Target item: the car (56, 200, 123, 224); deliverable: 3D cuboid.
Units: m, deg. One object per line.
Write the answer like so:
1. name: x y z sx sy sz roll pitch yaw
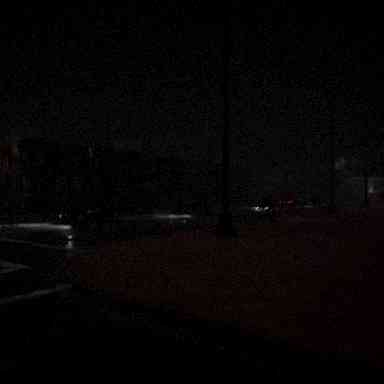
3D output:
1. car: -7.139 1.347 23.620 1.837 1.490 4.892 0 0 37

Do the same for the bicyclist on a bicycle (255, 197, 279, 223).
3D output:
1. bicyclist on a bicycle: 4.790 1.166 21.214 1.656 1.620 0.582 0 0 37

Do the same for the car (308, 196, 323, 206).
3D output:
1. car: 19.414 1.357 52.999 1.837 1.490 4.892 0 0 37

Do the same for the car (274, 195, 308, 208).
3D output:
1. car: 13.493 1.399 45.030 2.033 1.411 5.357 0 0 37

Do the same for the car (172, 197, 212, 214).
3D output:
1. car: 0.056 1.321 33.203 1.882 1.535 5.008 0 0 37

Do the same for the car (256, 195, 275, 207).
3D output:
1. car: 11.045 1.196 47.753 2.097 1.767 4.553 0 0 37
